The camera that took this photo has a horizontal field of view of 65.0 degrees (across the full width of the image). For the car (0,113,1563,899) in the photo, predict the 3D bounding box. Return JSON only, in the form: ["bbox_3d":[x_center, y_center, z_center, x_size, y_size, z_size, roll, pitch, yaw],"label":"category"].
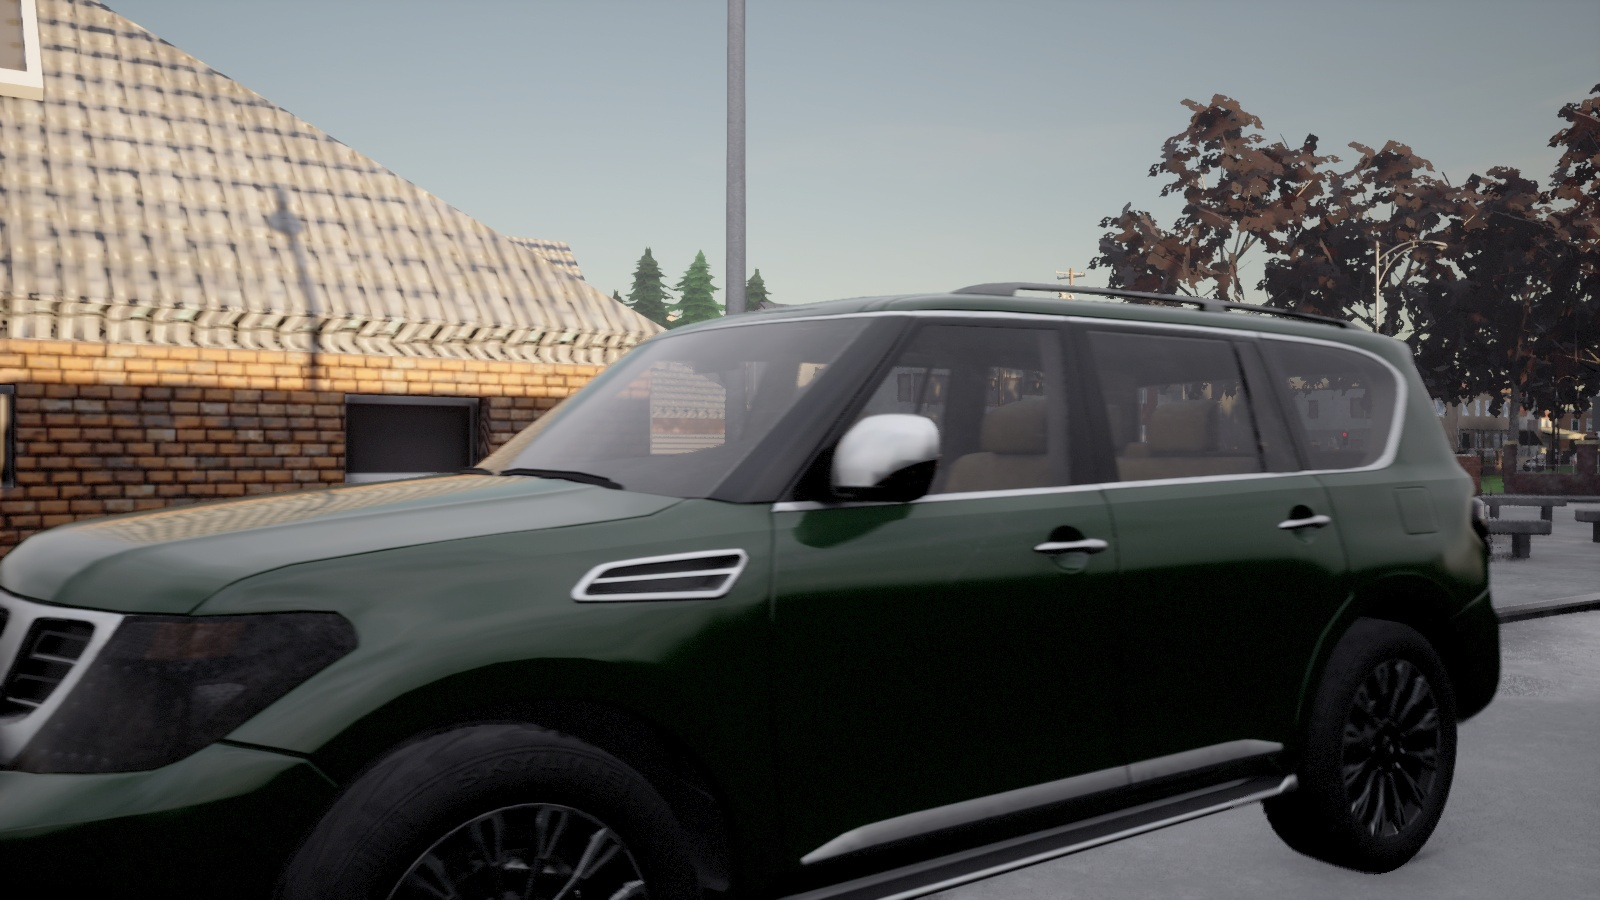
[{"bbox_3d":[0.213,0.474,4.418,5.566,2.045,2.150,0,0,-35],"label":"car"}]
